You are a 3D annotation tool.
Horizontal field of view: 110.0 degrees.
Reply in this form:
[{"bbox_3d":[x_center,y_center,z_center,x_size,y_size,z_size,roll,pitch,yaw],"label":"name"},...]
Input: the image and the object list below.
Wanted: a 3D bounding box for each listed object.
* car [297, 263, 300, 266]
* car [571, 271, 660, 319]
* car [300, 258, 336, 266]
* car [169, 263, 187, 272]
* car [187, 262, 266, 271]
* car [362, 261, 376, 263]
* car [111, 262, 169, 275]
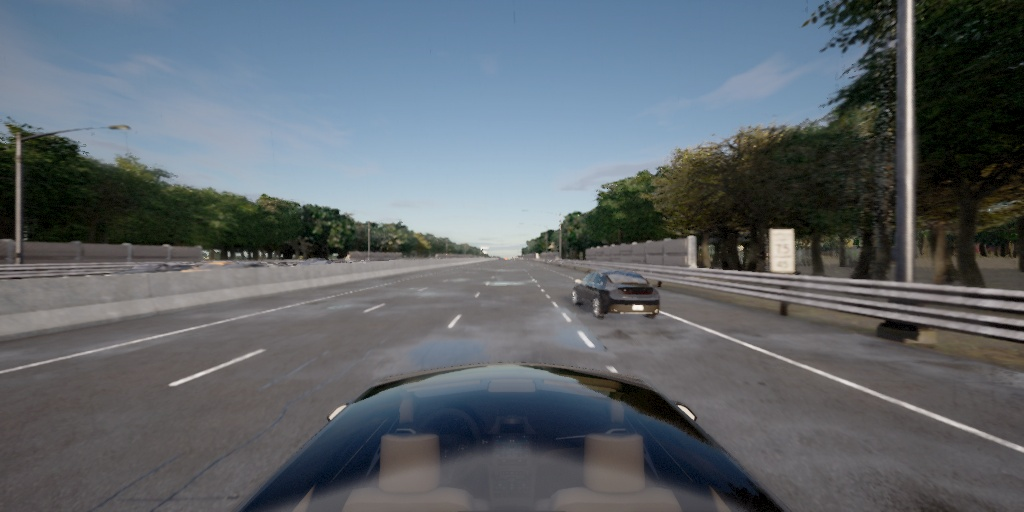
[{"bbox_3d":[-24.471,1.055,44.287,2.097,1.767,4.553,0,0,0],"label":"car"},{"bbox_3d":[3.468,1.249,12.769,1.837,1.490,4.892,1,0,-4],"label":"car"},{"bbox_3d":[-21.000,1.224,39.874,1.812,1.442,4.674,0,0,1],"label":"car"},{"bbox_3d":[-21.038,1.189,25.645,1.882,1.535,5.008,0,0,1],"label":"car"},{"bbox_3d":[-17.559,1.223,23.024,1.837,1.490,4.892,0,0,0],"label":"car"},{"bbox_3d":[-17.476,1.264,43.812,1.994,1.385,4.181,0,0,0],"label":"car"},{"bbox_3d":[-24.546,1.207,24.716,2.128,1.511,4.902,0,0,0],"label":"car"}]
